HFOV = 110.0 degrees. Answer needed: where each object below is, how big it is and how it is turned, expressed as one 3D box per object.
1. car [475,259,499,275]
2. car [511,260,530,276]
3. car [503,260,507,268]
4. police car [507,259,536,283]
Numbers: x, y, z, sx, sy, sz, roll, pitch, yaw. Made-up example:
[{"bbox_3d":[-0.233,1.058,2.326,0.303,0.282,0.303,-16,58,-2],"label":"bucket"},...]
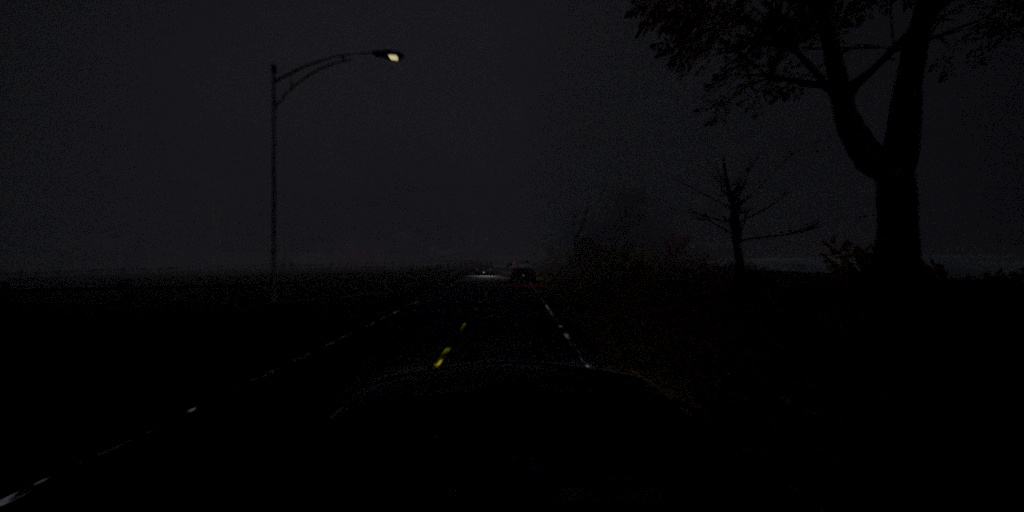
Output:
[{"bbox_3d":[-2.850,1.303,38.844,2.033,1.411,5.357,0,0,0],"label":"car"},{"bbox_3d":[0.815,1.233,37.729,1.882,1.535,5.008,0,0,0],"label":"car"},{"bbox_3d":[-0.016,1.346,61.479,1.994,1.385,4.181,0,0,0],"label":"car"},{"bbox_3d":[0.817,1.174,27.839,1.930,1.638,5.238,0,0,0],"label":"police car"}]
